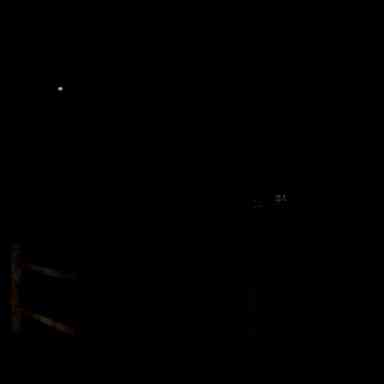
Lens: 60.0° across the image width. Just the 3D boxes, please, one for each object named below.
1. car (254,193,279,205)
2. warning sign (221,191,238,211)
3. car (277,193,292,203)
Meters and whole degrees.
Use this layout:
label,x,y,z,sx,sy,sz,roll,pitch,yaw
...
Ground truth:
label,x,y,z,sx,sy,sz,roll,pitch,yaw
car,10.428,1.196,47.831,1.895,1.301,4.718,0,0,31
warning sign,3.529,0.810,31.566,1.300,1.860,1.060,0,0,31
car,15.280,0.904,56.071,2.097,1.767,4.553,0,0,31
